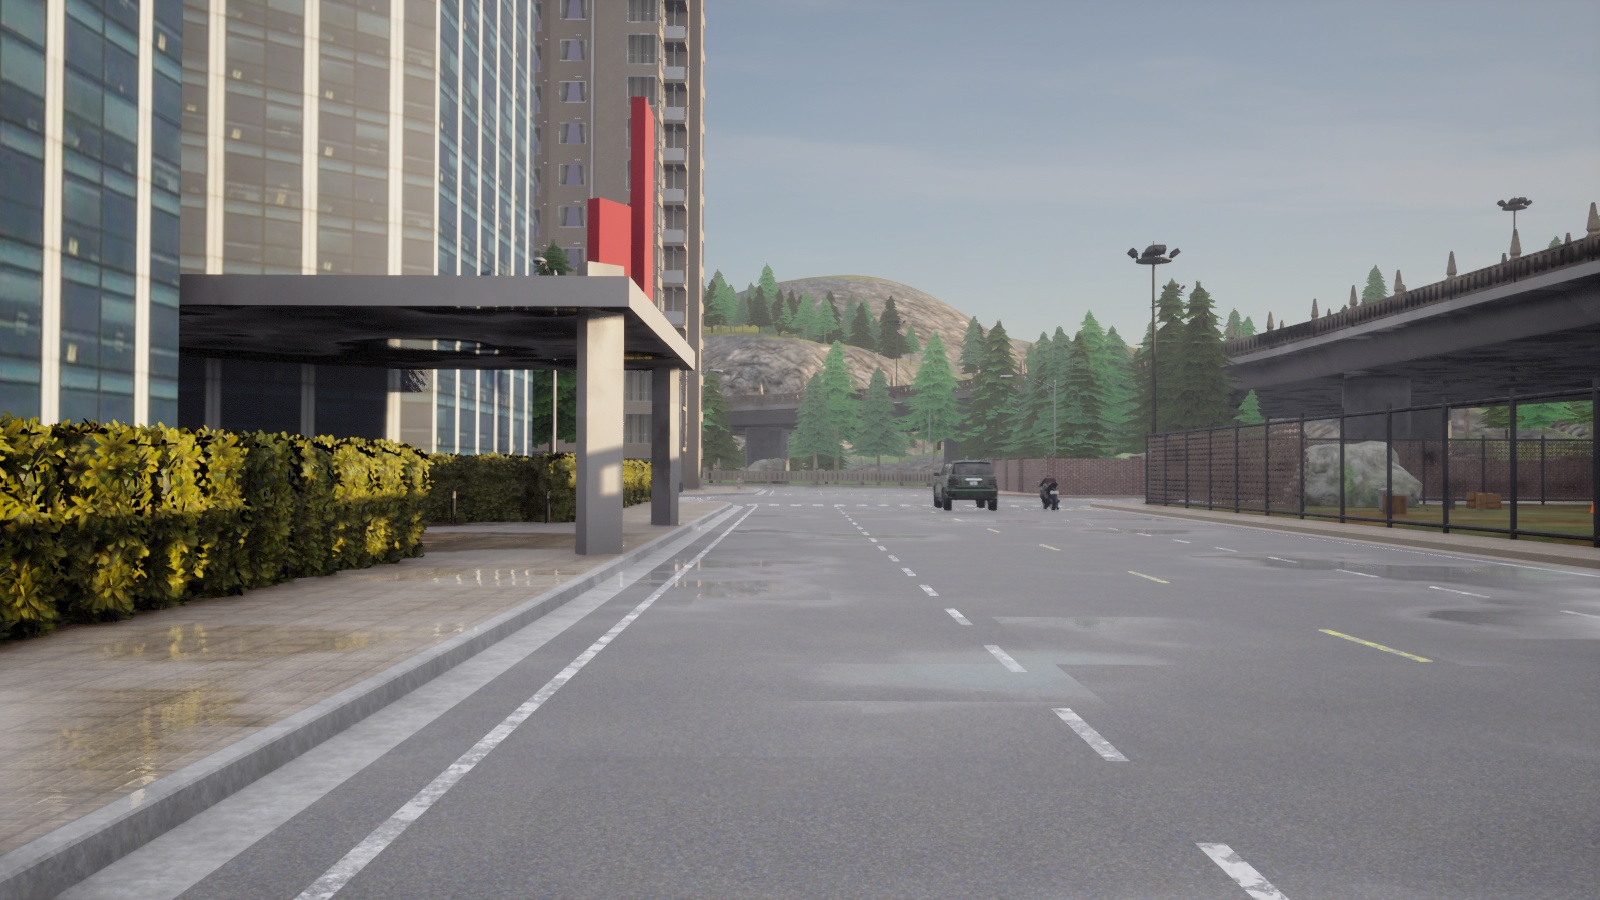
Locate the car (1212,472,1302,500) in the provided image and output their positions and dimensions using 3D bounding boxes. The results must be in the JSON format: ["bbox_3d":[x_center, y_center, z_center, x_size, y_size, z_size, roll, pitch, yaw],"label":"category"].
[{"bbox_3d":[24.750,1.925,68.076,4.193,1.474,1.816,0,-1,0],"label":"car"}]

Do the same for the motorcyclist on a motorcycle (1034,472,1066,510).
[{"bbox_3d":[10.361,1.682,52.150,0.866,1.530,2.191,0,-1,0],"label":"motorcyclist on a motorcycle"}]

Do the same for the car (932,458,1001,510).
[{"bbox_3d":[6.860,1.386,52.313,2.150,2.045,5.566,0,-1,0],"label":"car"}]
